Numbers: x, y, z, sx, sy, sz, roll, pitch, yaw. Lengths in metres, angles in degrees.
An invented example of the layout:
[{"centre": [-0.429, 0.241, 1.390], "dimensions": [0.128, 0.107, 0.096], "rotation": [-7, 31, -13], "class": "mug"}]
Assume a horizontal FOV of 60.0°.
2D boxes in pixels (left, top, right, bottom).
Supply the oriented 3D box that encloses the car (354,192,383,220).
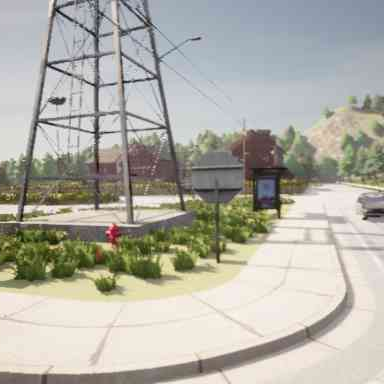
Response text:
[{"centre": [10.328, 0.725, 18.741], "dimensions": [2.033, 1.411, 5.357], "rotation": [-1, 2, 21], "class": "car"}]
